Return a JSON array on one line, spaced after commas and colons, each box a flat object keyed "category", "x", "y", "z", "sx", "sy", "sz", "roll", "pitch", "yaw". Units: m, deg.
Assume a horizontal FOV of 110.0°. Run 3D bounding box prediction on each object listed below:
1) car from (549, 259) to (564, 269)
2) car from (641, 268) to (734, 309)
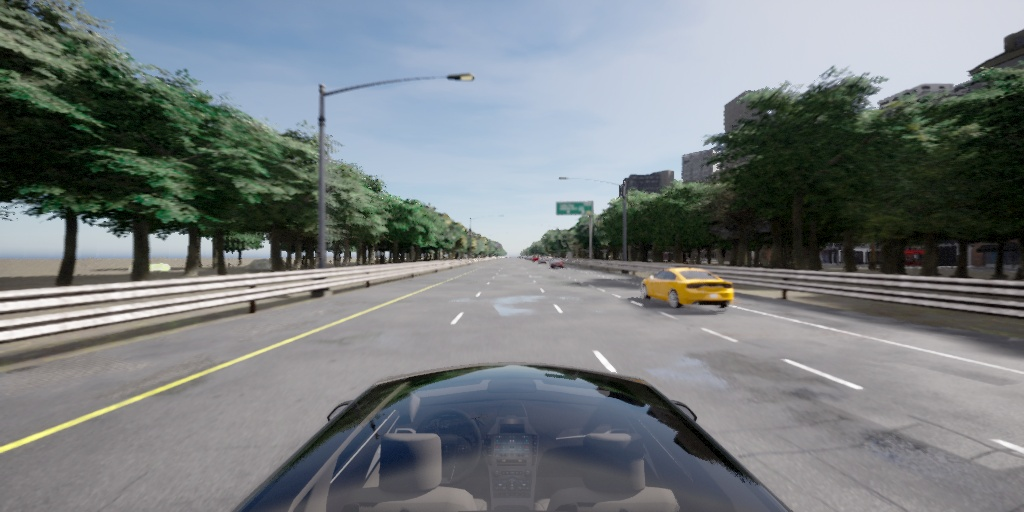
[{"category": "car", "x": 7.147, "y": 1.264, "z": 57.839, "sx": 1.812, "sy": 1.442, "sz": 4.674, "roll": 0, "pitch": 0, "yaw": 0}, {"category": "car", "x": 7.004, "y": 1.235, "z": 14.926, "sx": 1.882, "sy": 1.535, "sz": 5.008, "roll": 0, "pitch": 0, "yaw": 0}]
